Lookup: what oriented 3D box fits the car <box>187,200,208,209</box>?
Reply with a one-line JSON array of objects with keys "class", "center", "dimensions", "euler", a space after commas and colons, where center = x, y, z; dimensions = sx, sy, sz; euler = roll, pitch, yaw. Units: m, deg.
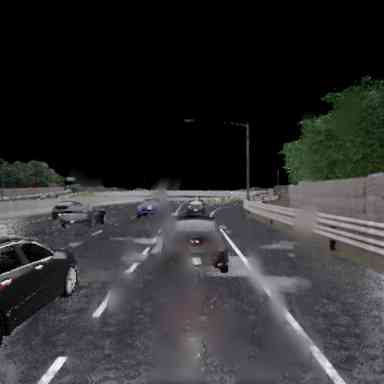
[{"class": "car", "center": [0.551, 1.549, 34.426], "dimensions": [1.812, 1.442, 4.674], "euler": [0, 0, 5]}]

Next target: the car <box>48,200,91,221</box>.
[{"class": "car", "center": [-10.420, 1.529, 28.696], "dimensions": [1.837, 1.490, 4.892], "euler": [0, 0, 0]}]

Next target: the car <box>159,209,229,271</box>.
[{"class": "car", "center": [0.092, 1.515, 10.866], "dimensions": [1.837, 1.490, 4.892], "euler": [0, 0, 0]}]

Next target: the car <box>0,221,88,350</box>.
[{"class": "car", "center": [-3.504, 1.510, 5.671], "dimensions": [1.837, 1.490, 4.892], "euler": [0, 0, 0]}]

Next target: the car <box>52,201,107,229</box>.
[{"class": "car", "center": [-6.916, 1.510, 21.641], "dimensions": [2.128, 1.511, 4.902], "euler": [0, 0, 0]}]

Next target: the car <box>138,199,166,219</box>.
[{"class": "car", "center": [-3.521, 1.377, 29.737], "dimensions": [2.097, 1.767, 4.553], "euler": [0, 0, 0]}]
